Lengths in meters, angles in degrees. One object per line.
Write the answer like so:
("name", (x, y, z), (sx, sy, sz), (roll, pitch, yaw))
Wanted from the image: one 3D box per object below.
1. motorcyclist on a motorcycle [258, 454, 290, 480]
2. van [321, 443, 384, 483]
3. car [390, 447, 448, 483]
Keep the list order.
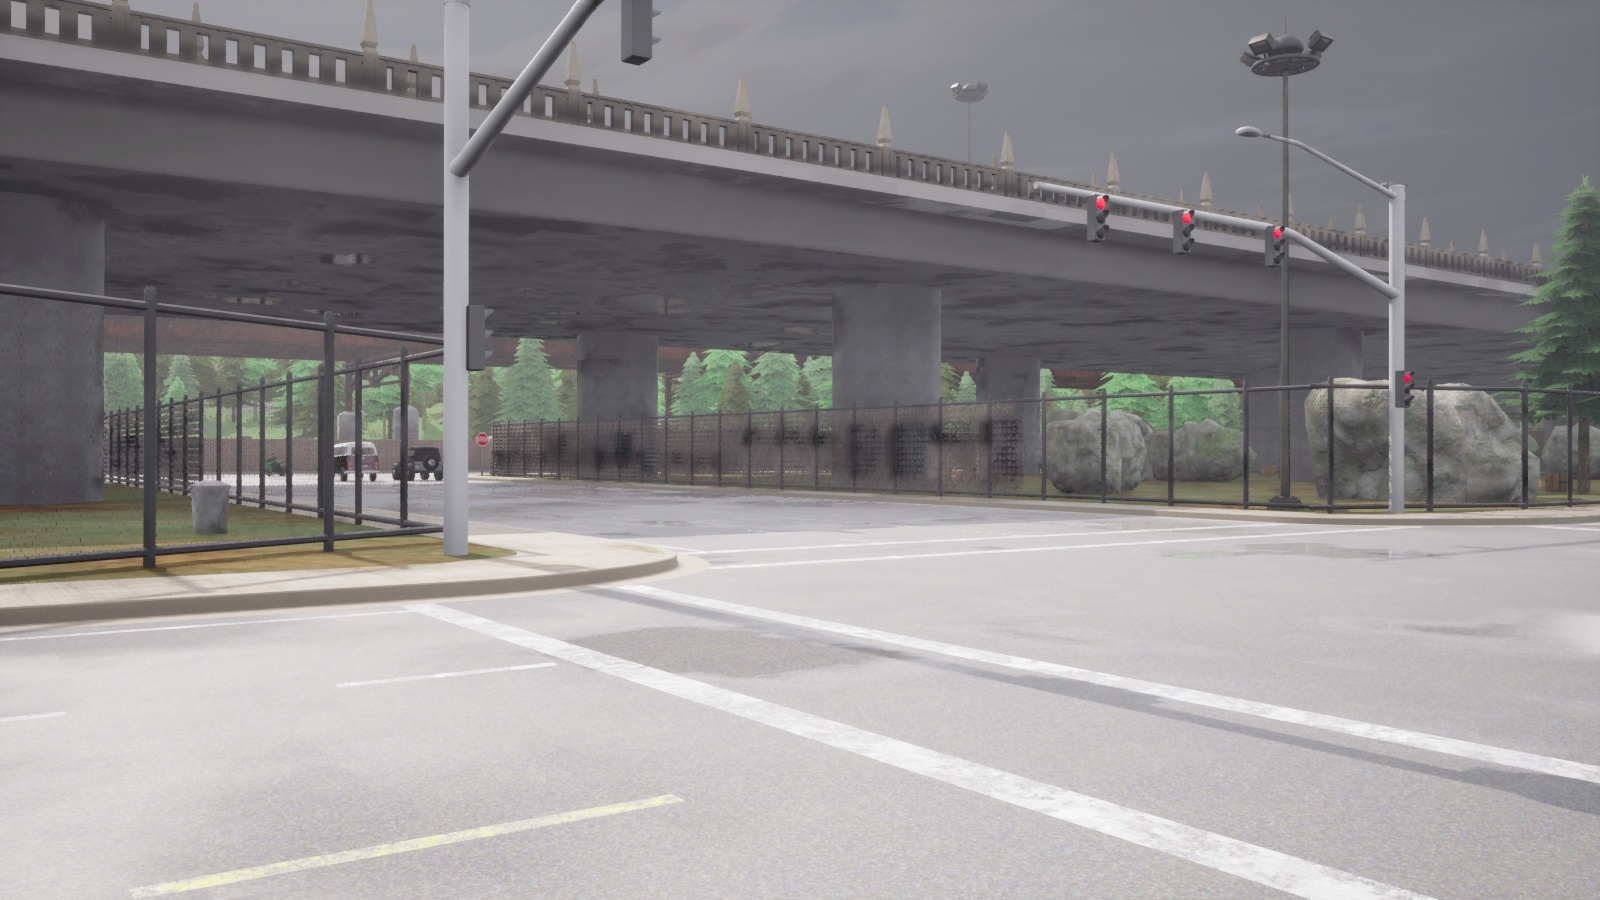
("motorcyclist on a motorcycle", (-32.671, 1.042, 77.979), (2.044, 1.523, 0.797), (0, 2, 36))
("van", (-23.878, 0.726, 66.914), (2.069, 2.038, 4.480), (0, -2, -35))
("car", (-20.874, 0.809, 68.727), (1.905, 1.878, 3.866), (0, 0, -35))
